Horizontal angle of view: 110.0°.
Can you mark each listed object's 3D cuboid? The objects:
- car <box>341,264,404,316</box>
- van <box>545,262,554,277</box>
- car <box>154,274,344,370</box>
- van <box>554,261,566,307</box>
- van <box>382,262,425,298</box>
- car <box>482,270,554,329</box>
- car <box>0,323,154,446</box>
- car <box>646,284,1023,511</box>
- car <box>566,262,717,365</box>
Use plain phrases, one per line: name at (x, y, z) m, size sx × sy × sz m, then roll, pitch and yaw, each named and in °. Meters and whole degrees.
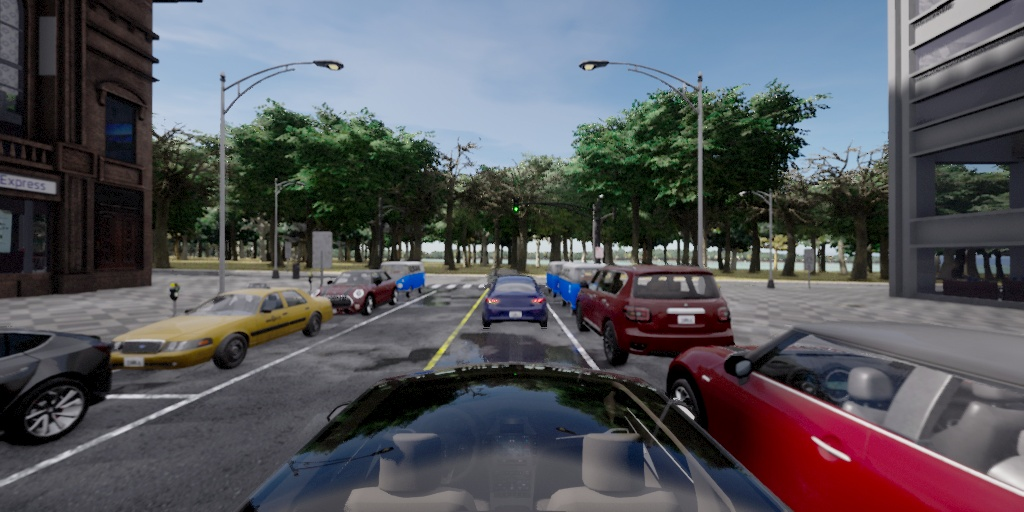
car at (-5.772, 1.256, 13.483) m, size 1.967 × 1.591 × 4.097 m, roll 0°, pitch 0°, yaw 0°
van at (2.749, 1.189, 18.928) m, size 1.690 × 1.789 × 3.998 m, roll 0°, pitch 0°, yaw 0°
car at (-5.768, 1.311, 7.876) m, size 1.751 × 1.417 × 4.829 m, roll 0°, pitch 0°, yaw 0°
van at (2.753, 1.157, 13.490) m, size 1.690 × 1.789 × 3.998 m, roll 0°, pitch 0°, yaw 0°
van at (-5.776, 1.189, 18.921) m, size 1.690 × 1.789 × 3.998 m, roll 0°, pitch 0°, yaw 0°
car at (0.093, 1.330, 11.408) m, size 1.812 × 1.442 × 4.674 m, roll 0°, pitch 0°, yaw 0°
car at (-5.763, 1.321, 2.609) m, size 1.948 × 1.339 × 4.313 m, roll 0°, pitch 0°, yaw 0°
car at (2.762, 1.195, 2.615) m, size 1.967 × 1.591 × 4.097 m, roll 0°, pitch 0°, yaw 0°
car at (2.758, 1.100, 8.053) m, size 2.192 × 1.841 × 5.009 m, roll 0°, pitch 0°, yaw 0°
